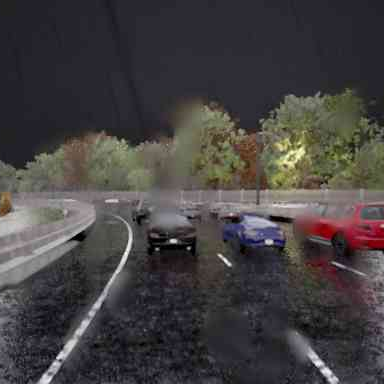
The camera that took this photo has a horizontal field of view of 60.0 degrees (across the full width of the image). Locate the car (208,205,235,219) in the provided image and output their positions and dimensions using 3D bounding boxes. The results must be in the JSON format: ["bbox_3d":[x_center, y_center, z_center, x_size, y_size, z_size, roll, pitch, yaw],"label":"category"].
[{"bbox_3d":[2.826,1.882,30.301,1.994,1.385,4.181,0,-1,-16],"label":"car"}]

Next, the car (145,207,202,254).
[{"bbox_3d":[-0.993,1.629,14.435,1.882,1.535,5.008,0,0,-8],"label":"car"}]

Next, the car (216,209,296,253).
[{"bbox_3d":[2.531,1.678,14.502,1.812,1.442,4.674,0,0,-8],"label":"car"}]

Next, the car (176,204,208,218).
[{"bbox_3d":[-0.586,1.802,29.512,2.128,1.511,4.902,0,0,-16],"label":"car"}]

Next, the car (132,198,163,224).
[{"bbox_3d":[-3.711,1.515,27.726,2.150,2.045,5.566,0,0,-15],"label":"car"}]

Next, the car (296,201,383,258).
[{"bbox_3d":[6.189,1.368,13.583,2.150,2.045,5.566,0,0,-7],"label":"car"}]
